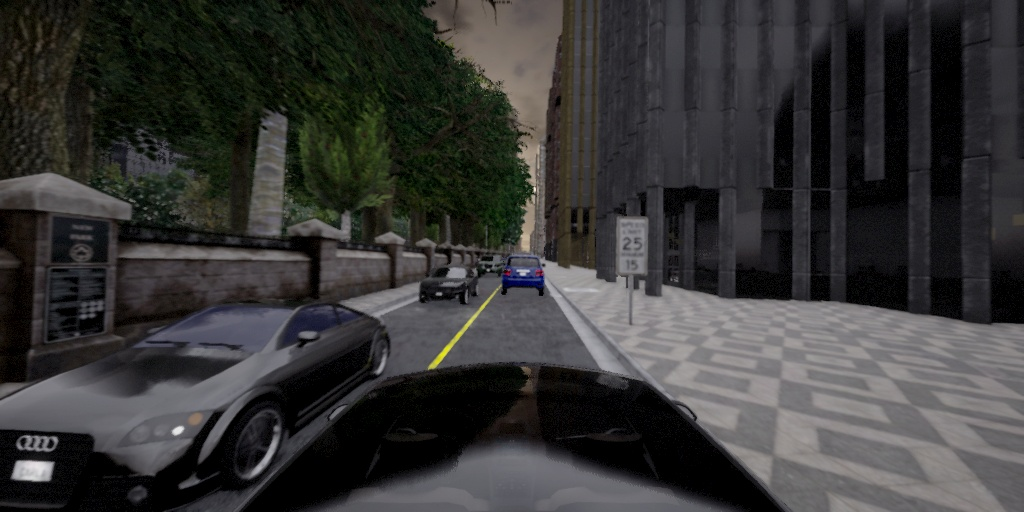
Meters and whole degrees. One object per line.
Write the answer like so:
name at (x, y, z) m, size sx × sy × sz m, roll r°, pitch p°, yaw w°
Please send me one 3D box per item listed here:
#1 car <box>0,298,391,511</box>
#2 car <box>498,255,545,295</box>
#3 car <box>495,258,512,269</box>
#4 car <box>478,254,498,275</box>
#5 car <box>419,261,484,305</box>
car at (-3.087, 1.245, 4.374) m, size 1.994 × 1.385 × 4.181 m, roll 1°, pitch 0°, yaw 3°
car at (0.636, 0.961, 19.931) m, size 2.150 × 2.045 × 5.566 m, roll 1°, pitch 0°, yaw 2°
car at (-1.174, 1.073, 50.954) m, size 2.033 × 1.411 × 5.357 m, roll 1°, pitch 0°, yaw 2°
car at (-1.899, 0.875, 33.471) m, size 2.150 × 2.045 × 5.566 m, roll 1°, pitch 0°, yaw 3°
car at (-2.627, 1.152, 15.866) m, size 1.882 × 1.535 × 5.008 m, roll 1°, pitch 0°, yaw 2°
